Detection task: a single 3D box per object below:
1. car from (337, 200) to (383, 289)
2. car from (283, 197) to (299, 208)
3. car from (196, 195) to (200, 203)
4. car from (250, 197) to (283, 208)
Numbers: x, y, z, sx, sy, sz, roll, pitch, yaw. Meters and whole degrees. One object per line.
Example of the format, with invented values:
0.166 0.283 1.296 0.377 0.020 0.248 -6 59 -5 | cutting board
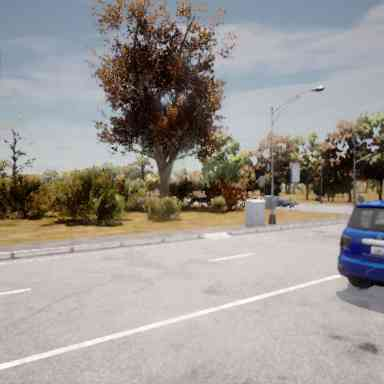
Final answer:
5.704 1.185 7.820 5.566 2.045 2.150 0 0 -36 | car
12.295 1.390 46.550 2.033 1.411 5.357 0 0 -32 | car
2.365 1.269 61.793 2.128 1.511 4.902 0 0 -34 | car
9.398 1.384 44.571 1.812 1.442 4.674 0 0 -32 | car
